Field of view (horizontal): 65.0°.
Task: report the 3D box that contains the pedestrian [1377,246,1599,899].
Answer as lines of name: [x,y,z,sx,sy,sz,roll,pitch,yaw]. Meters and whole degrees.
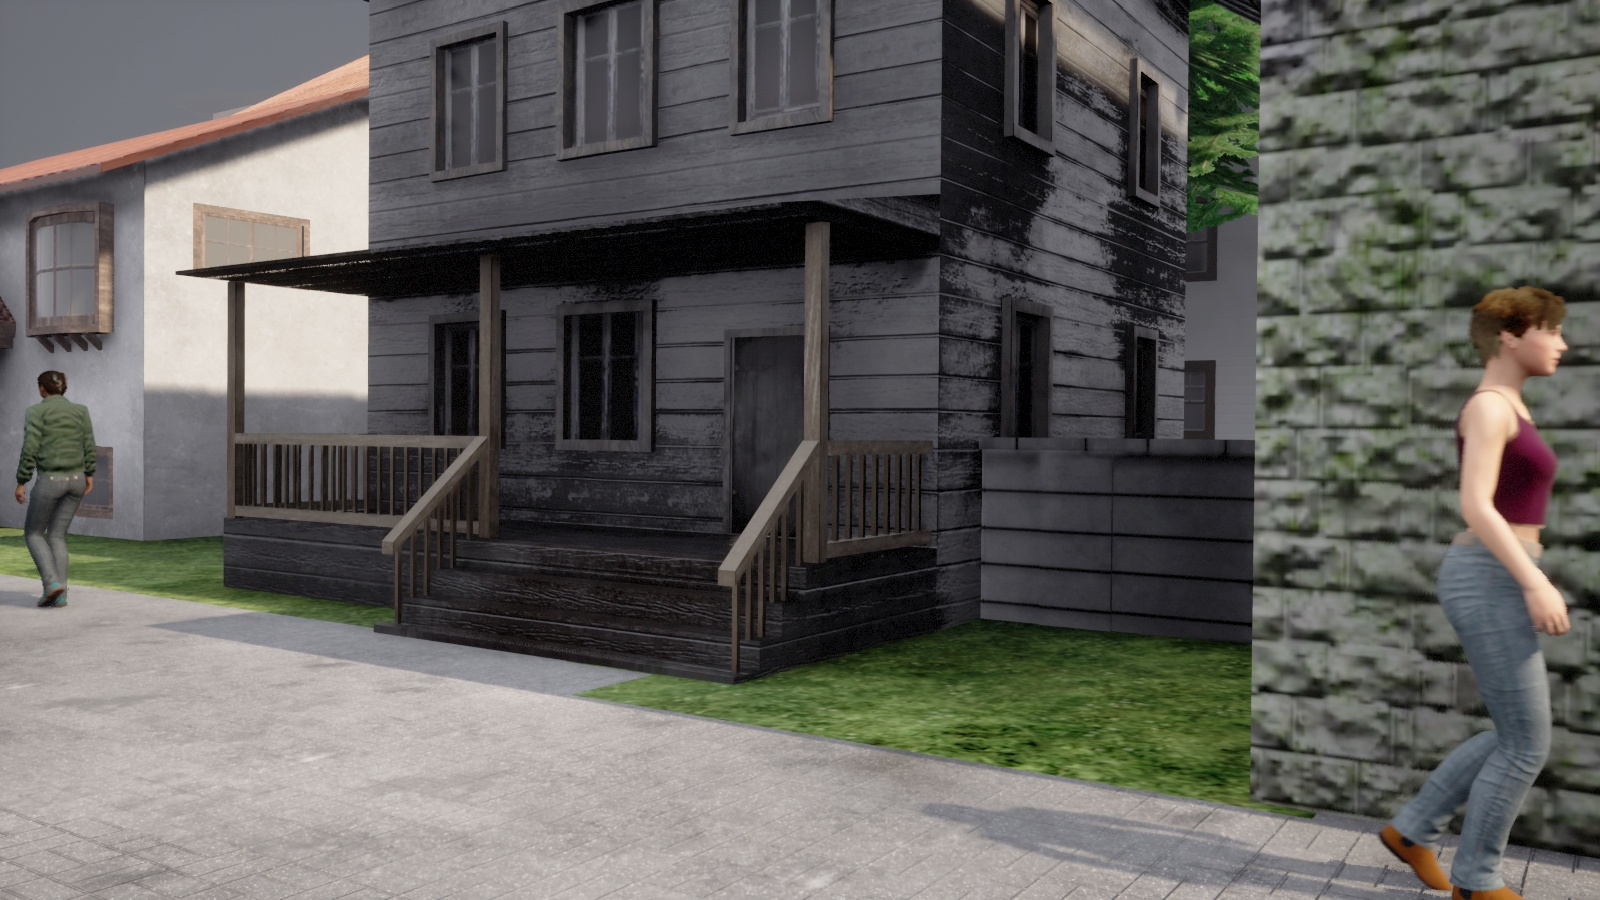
pedestrian: [2.023,0.373,3.626,0.594,1.836,0.345,0,1,34]

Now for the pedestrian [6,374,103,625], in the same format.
pedestrian: [-5.649,0.362,9.513,0.614,1.847,0.353,0,1,31]
